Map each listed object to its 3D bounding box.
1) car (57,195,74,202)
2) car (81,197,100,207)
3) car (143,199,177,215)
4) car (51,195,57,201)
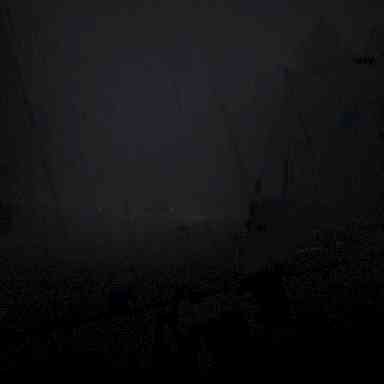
[{"bbox_3d":[-29.490,1.577,78.362,2.033,1.411,5.357,0,0,-36],"label":"car"},{"bbox_3d":[-16.112,1.513,52.708,1.882,1.535,5.008,0,0,-35],"label":"car"},{"bbox_3d":[-3.418,1.529,34.763,2.128,1.511,4.902,0,0,-35],"label":"car"},{"bbox_3d":[-35.540,1.503,86.842,2.128,1.511,4.902,0,0,-36],"label":"car"}]
